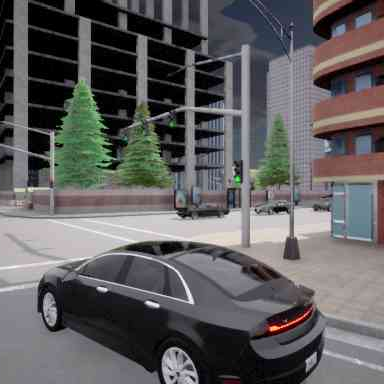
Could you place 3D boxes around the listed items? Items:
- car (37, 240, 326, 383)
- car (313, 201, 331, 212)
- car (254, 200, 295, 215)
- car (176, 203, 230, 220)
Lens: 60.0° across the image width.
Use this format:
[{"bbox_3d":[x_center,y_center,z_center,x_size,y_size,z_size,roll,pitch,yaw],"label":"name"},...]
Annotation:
[{"bbox_3d":[-0.585,1.505,5.050,4.892,1.490,1.837,0,0,41],"label":"car"},{"bbox_3d":[16.675,1.407,40.284,4.553,1.767,2.097,0,0,-35],"label":"car"},{"bbox_3d":[8.579,1.547,34.530,4.902,1.511,2.128,0,0,-35],"label":"car"},{"bbox_3d":[0.987,1.656,29.111,4.718,1.301,1.895,0,0,-36],"label":"car"}]
